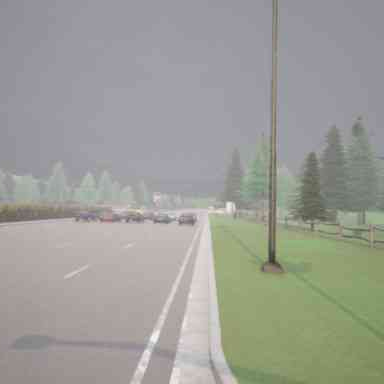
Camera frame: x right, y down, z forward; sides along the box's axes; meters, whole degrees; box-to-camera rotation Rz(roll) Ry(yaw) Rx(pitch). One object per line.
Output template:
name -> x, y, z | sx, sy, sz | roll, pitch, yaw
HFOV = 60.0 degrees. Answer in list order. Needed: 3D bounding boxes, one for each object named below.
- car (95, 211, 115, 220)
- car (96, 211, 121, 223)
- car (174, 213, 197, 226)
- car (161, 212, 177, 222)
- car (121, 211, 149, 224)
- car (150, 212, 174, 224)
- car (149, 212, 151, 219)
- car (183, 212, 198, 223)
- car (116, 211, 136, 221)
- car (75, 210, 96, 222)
car -> -14.167, 3.772, 54.522 | 1.994, 1.385, 4.181 | 1, -3, 3
car -> -11.036, 3.412, 45.141 | 1.994, 1.385, 4.181 | 1, -3, 3
car -> -0.655, 3.468, 42.659 | 2.128, 1.511, 4.902 | 1, -3, 3
car -> -3.681, 4.034, 54.058 | 1.895, 1.301, 4.718 | 1, -3, 3
car -> -7.563, 3.409, 44.592 | 1.837, 1.490, 4.892 | 1, -3, 3
car -> -4.023, 3.583, 45.282 | 1.994, 1.385, 4.181 | 1, -3, 3
car -> -7.176, 3.905, 54.195 | 2.033, 1.411, 5.357 | 1, -3, 3
car -> -0.222, 4.016, 53.063 | 2.033, 1.411, 5.357 | 1, -3, 3
car -> -10.672, 3.831, 54.359 | 2.033, 1.411, 5.357 | 1, -3, 3
car -> -14.504, 3.304, 45.849 | 1.837, 1.490, 4.892 | 1, -3, 3
